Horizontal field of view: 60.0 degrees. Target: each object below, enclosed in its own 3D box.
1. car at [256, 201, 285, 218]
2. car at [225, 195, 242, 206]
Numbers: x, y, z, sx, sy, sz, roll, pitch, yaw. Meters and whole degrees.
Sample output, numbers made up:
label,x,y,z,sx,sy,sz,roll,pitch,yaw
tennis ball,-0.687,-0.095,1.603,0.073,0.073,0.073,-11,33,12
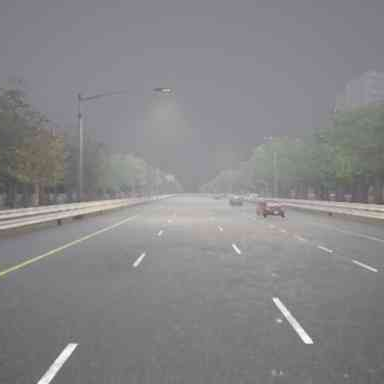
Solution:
label,x,y,z,sx,sy,sz,roll,pitch,yaw
car,7.040,1.549,30.034,1.812,1.442,4.674,0,0,0
car,7.137,1.530,54.857,2.128,1.511,4.902,0,0,0
